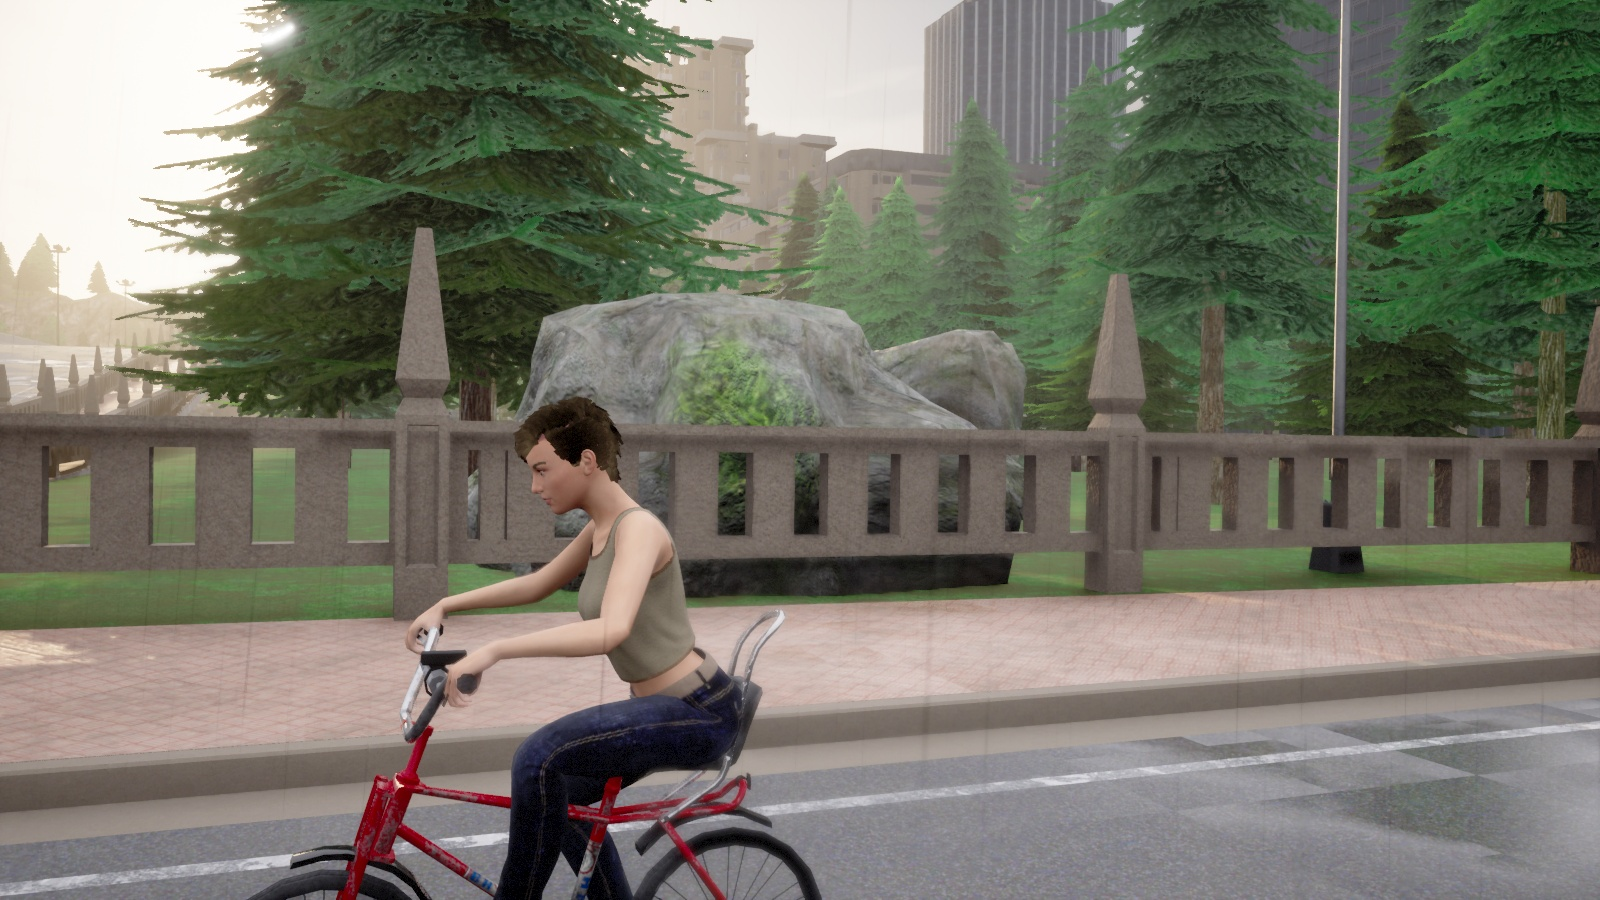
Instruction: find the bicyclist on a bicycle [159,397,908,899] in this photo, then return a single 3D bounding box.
[{"bbox_3d":[-0.616,0.692,2.999,1.509,1.612,0.866,-1,1,-20],"label":"bicyclist on a bicycle"}]
